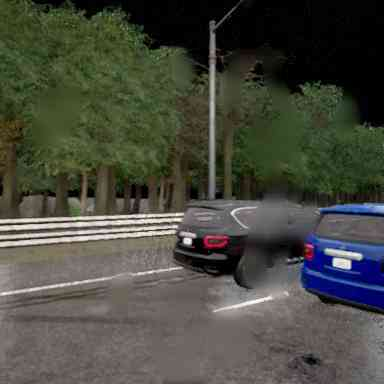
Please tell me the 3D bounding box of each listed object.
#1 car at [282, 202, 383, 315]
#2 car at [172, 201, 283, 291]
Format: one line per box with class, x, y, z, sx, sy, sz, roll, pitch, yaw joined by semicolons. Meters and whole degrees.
car;4.647;1.264;6.906;5.566;2.045;2.150;0;0;-34
car;2.104;1.263;9.400;5.566;2.045;2.150;0;0;-34
